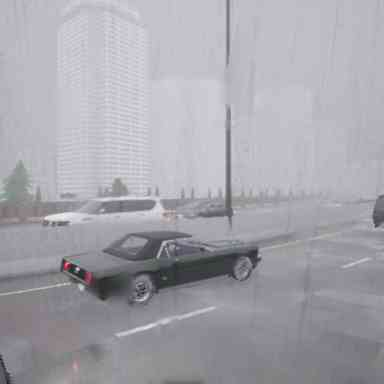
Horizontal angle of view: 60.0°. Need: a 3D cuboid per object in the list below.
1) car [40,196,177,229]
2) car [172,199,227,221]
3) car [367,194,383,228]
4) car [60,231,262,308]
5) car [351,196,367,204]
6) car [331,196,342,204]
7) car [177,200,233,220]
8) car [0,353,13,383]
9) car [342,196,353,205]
[{"bbox_3d":[-3.658,1.233,14.668,5.566,2.045,2.150,0,0,-40],"label":"car"},{"bbox_3d":[0.748,1.468,28.495,1.882,1.535,5.008,0,0,42],"label":"car"},{"bbox_3d":[13.185,1.167,21.155,2.150,2.045,5.566,0,0,41],"label":"car"},{"bbox_3d":[-0.482,1.602,8.010,4.718,1.301,1.895,0,0,-38],"label":"car"},{"bbox_3d":[23.346,1.500,44.774,1.895,1.301,4.718,0,0,39],"label":"car"},{"bbox_3d":[26.509,1.430,59.640,2.033,1.411,5.357,0,0,40],"label":"car"},{"bbox_3d":[0.903,1.483,23.610,2.128,1.511,4.902,0,0,44],"label":"car"},{"bbox_3d":[-3.629,1.562,1.271,5.357,1.411,2.033,0,0,-35],"label":"car"},{"bbox_3d":[27.007,1.374,54.751,2.128,1.511,4.902,0,0,40],"label":"car"}]
